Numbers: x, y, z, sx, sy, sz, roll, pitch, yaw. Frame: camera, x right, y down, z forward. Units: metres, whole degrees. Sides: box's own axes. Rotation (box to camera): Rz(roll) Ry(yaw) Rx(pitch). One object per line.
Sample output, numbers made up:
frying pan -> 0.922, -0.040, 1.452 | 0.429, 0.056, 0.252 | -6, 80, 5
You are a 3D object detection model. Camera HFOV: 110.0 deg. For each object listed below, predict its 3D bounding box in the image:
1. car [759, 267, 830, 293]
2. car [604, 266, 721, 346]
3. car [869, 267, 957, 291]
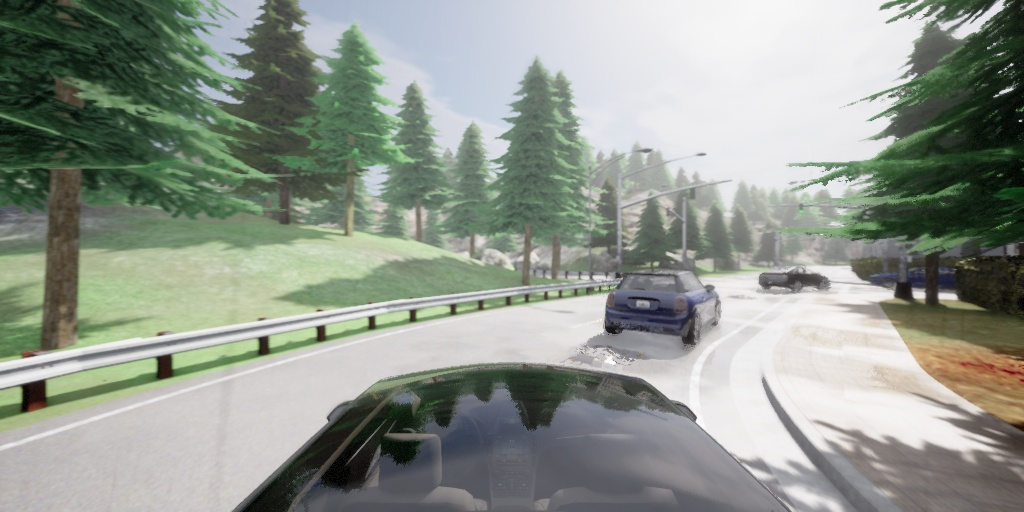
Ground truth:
car -> 17.524, 1.396, 22.242 | 4.902, 1.511, 2.128 | 0, -1, -24
car -> 4.325, 1.148, 9.965 | 2.097, 1.767, 4.553 | 0, 0, 38
car -> 26.026, 1.424, 22.585 | 5.008, 1.535, 1.882 | 0, 0, 43
